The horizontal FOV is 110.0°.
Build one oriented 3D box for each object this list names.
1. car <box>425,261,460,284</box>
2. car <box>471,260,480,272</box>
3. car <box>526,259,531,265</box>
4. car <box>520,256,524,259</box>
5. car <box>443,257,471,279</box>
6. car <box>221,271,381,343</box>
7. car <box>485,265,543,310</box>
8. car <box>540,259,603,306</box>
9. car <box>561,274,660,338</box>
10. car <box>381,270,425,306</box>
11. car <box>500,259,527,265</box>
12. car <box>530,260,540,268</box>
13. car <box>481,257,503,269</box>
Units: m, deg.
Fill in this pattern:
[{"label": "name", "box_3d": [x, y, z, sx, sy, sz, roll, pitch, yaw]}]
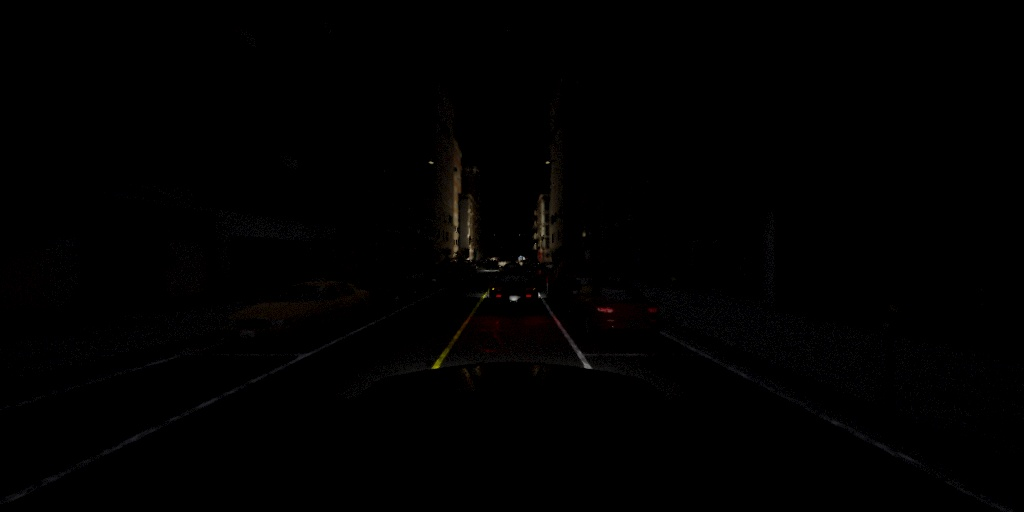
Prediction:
[{"label": "car", "box_3d": [-5.383, 1.295, 26.938, 1.948, 1.339, 4.313, 0, 0, 0]}, {"label": "car", "box_3d": [-5.380, 1.153, 43.983, 1.967, 1.591, 4.097, 0, 0, 0]}, {"label": "car", "box_3d": [2.644, 1.268, 38.304, 2.007, 1.370, 4.403, 0, 0, 0]}, {"label": "car", "box_3d": [2.649, 1.220, 61.199, 1.751, 1.417, 4.829, 0, 0, 0]}, {"label": "car", "box_3d": [-5.382, 1.039, 32.620, 2.192, 1.841, 5.009, 0, 0, 0]}, {"label": "car", "box_3d": [-5.387, 1.271, 9.723, 1.751, 1.417, 4.829, 0, 0, 0]}, {"label": "car", "box_3d": [0.078, 1.266, 14.582, 1.812, 1.442, 4.674, 0, 0, 0]}, {"label": "car", "box_3d": [2.640, 1.054, 15.579, 2.192, 1.841, 5.009, 0, 0, 0]}, {"label": "car", "box_3d": [2.638, 1.327, 9.897, 1.802, 1.307, 4.207, 0, 0, 0]}, {"label": "car", "box_3d": [-5.385, 1.306, 15.575, 1.948, 1.339, 4.313, 0, 0, 0]}, {"label": "car", "box_3d": [0.081, 1.252, 29.646, 1.812, 1.442, 4.674, 0, 0, 0]}, {"label": "car", "box_3d": [2.642, 1.168, 26.941, 1.967, 1.591, 4.097, 0, 0, 0]}, {"label": "car", "box_3d": [-2.821, 1.253, 51.059, 2.033, 1.411, 5.357, 0, 0, 0]}]
